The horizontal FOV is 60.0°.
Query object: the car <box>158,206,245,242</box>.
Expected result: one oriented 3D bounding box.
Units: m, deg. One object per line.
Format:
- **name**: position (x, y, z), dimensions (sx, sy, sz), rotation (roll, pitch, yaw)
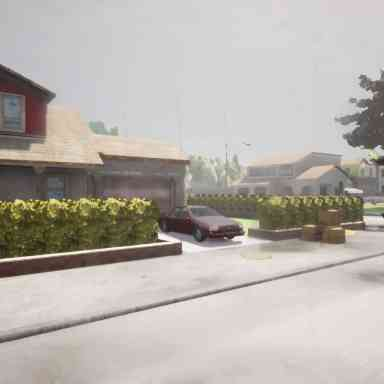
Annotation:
- **car**: position (0.086, 1.356, 15.477), dimensions (2.033, 1.415, 5.357), rotation (0, 0, -33)
